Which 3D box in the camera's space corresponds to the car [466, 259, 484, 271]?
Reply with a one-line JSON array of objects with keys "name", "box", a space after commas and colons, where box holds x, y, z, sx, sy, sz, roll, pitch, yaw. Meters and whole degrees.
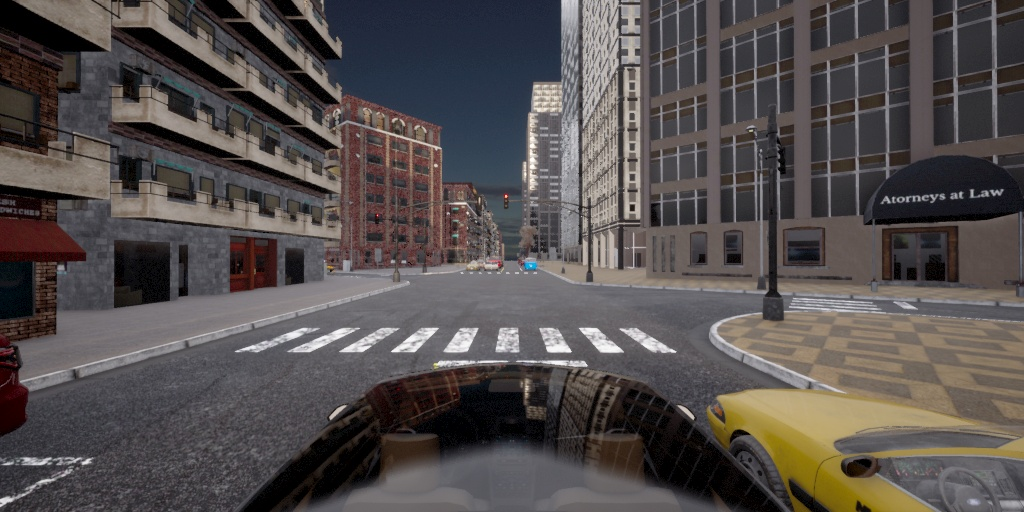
[{"name": "car", "box": [-5.329, 1.321, 49.895, 1.751, 1.417, 4.829, 0, 0, 0]}]

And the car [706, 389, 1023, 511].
[{"name": "car", "box": [2.566, 1.275, 1.244, 1.751, 1.417, 4.829, 0, 0, 0]}]

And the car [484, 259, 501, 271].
[{"name": "car", "box": [-2.862, 1.397, 50.179, 1.895, 1.301, 4.718, 0, 0, -2]}]

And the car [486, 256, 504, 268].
[{"name": "car", "box": [-2.848, 1.038, 59.686, 2.150, 2.045, 5.566, 0, 0, 0]}]

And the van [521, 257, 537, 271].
[{"name": "van", "box": [2.552, 1.136, 50.067, 1.690, 1.789, 3.998, 0, 0, 0]}]

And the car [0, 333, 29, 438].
[{"name": "car", "box": [-5.314, 1.065, 1.065, 2.192, 1.841, 5.009, 0, 0, 0]}]

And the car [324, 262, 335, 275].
[{"name": "car", "box": [-22.384, 1.429, 41.773, 5.008, 1.535, 1.882, 0, 0, 41]}]
